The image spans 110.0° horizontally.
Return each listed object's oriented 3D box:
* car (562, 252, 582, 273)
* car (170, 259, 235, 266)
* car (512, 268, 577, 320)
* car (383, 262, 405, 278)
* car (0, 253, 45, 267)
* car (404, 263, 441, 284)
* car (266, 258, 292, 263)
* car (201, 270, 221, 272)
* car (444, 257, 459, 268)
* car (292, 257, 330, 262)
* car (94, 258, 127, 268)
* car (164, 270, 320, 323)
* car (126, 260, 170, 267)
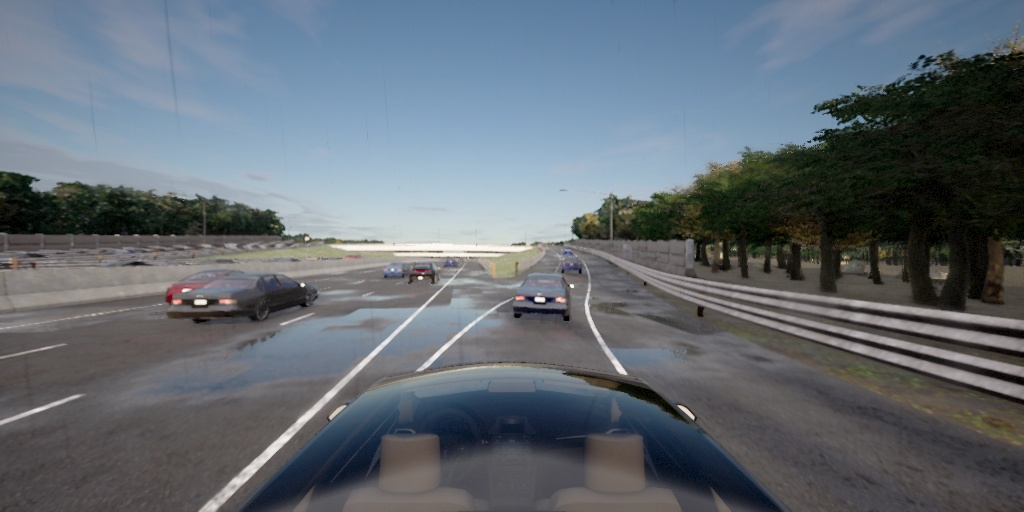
[{"bbox_3d":[6.580,0.824,39.253,2.097,1.767,4.553,0,2,11],"label":"car"},{"bbox_3d":[-24.428,1.004,29.062,2.097,1.767,4.553,0,0,-6],"label":"car"},{"bbox_3d":[1.216,1.342,12.960,2.033,1.411,5.357,2,0,9],"label":"car"},{"bbox_3d":[-10.627,1.266,33.612,2.033,1.411,5.357,0,0,-6],"label":"car"},{"bbox_3d":[-47.480,0.447,34.498,1.837,1.490,4.892,1,2,-22],"label":"car"},{"bbox_3d":[-6.536,1.247,27.052,1.837,1.490,4.892,0,0,-6],"label":"car"},{"bbox_3d":[-29.847,1.016,47.614,1.882,1.535,5.008,0,0,-6],"label":"car"},{"bbox_3d":[-12.295,1.265,15.355,1.994,1.385,4.181,0,0,-6],"label":"car"},{"bbox_3d":[-9.844,0.938,58.565,2.097,1.767,4.553,0,0,-6],"label":"car"},{"bbox_3d":[-26.275,1.040,47.058,1.882,1.535,5.008,0,0,-6],"label":"car"},{"bbox_3d":[-31.445,1.121,28.900,1.837,1.490,4.892,0,0,-6],"label":"car"},{"bbox_3d":[-8.437,1.265,11.931,2.033,1.411,5.357,0,0,-6],"label":"car"},{"bbox_3d":[-27.946,1.199,29.063,1.994,1.385,4.181,0,0,-6],"label":"car"}]
